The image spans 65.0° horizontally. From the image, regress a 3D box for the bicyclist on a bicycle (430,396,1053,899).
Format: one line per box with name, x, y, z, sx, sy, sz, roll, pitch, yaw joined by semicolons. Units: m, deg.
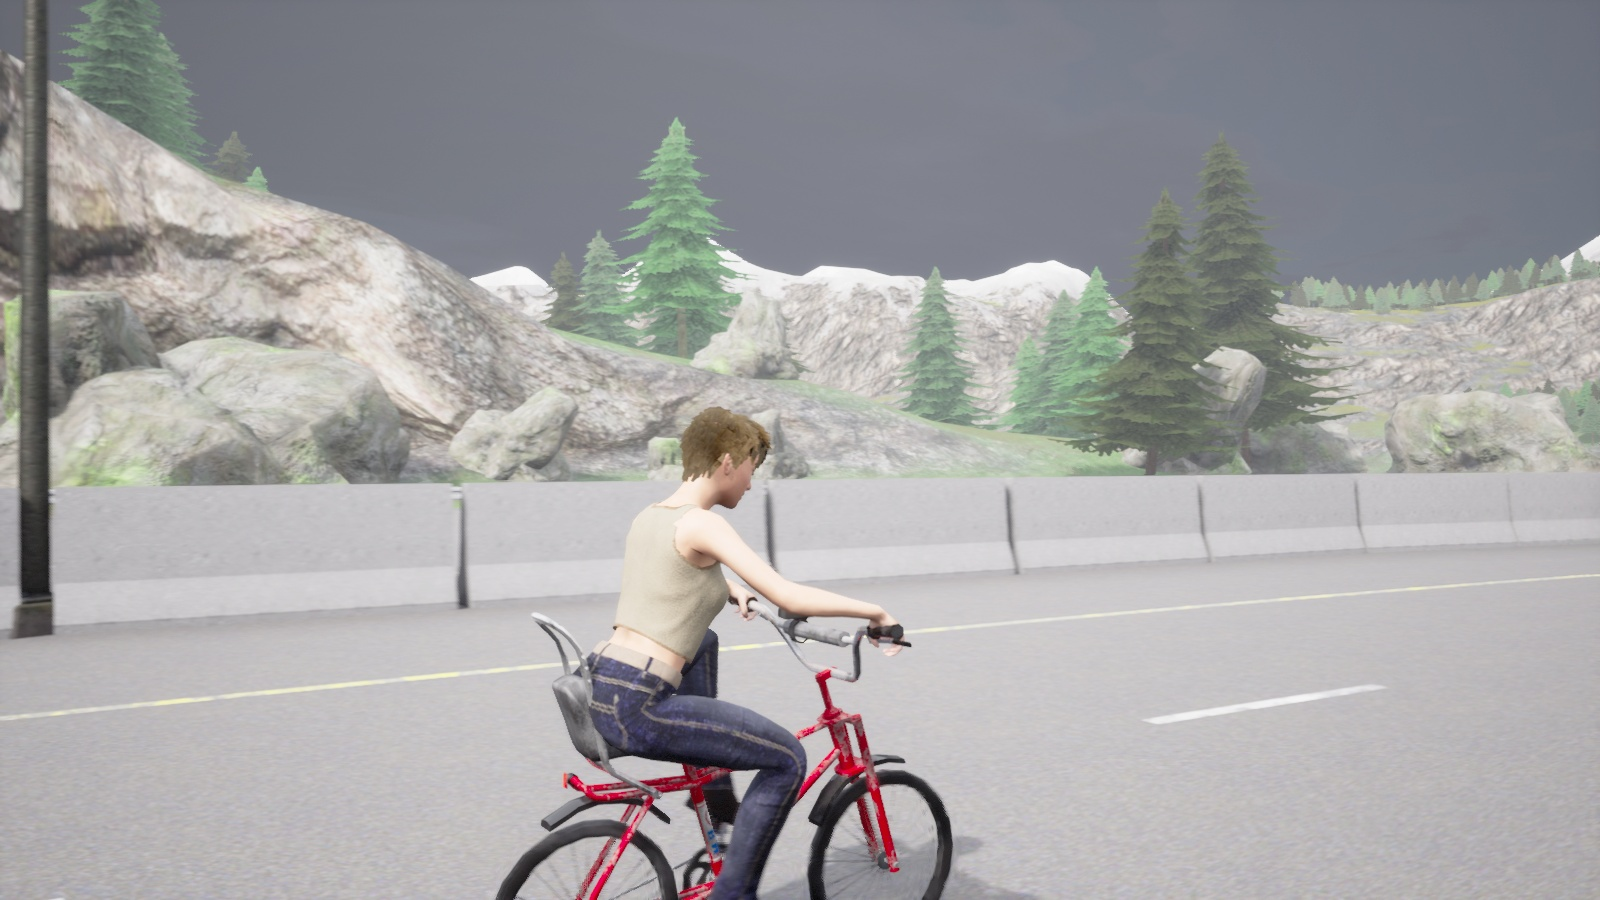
bicyclist on a bicycle;-0.150;0.689;3.510;1.509;1.612;0.866;0;0;-33
